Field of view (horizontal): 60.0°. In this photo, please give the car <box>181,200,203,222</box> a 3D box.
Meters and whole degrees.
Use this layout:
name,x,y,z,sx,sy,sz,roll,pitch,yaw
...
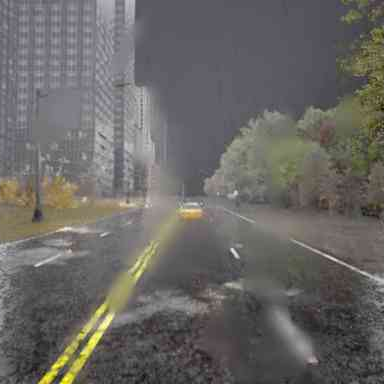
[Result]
name,x,y,z,sx,sy,sz,roll,pitch,yaw
car,0.008,1.621,28.194,1.801,1.575,5.366,0,0,0

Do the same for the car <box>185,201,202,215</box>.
name,x,y,z,sx,sy,sz,roll,pitch,yaw
car,0.102,1.749,37.773,1.812,1.442,4.674,0,0,0

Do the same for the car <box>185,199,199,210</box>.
name,x,y,z,sx,sy,sz,roll,pitch,yaw
car,0.010,1.845,49.716,2.033,1.411,5.357,0,0,0
